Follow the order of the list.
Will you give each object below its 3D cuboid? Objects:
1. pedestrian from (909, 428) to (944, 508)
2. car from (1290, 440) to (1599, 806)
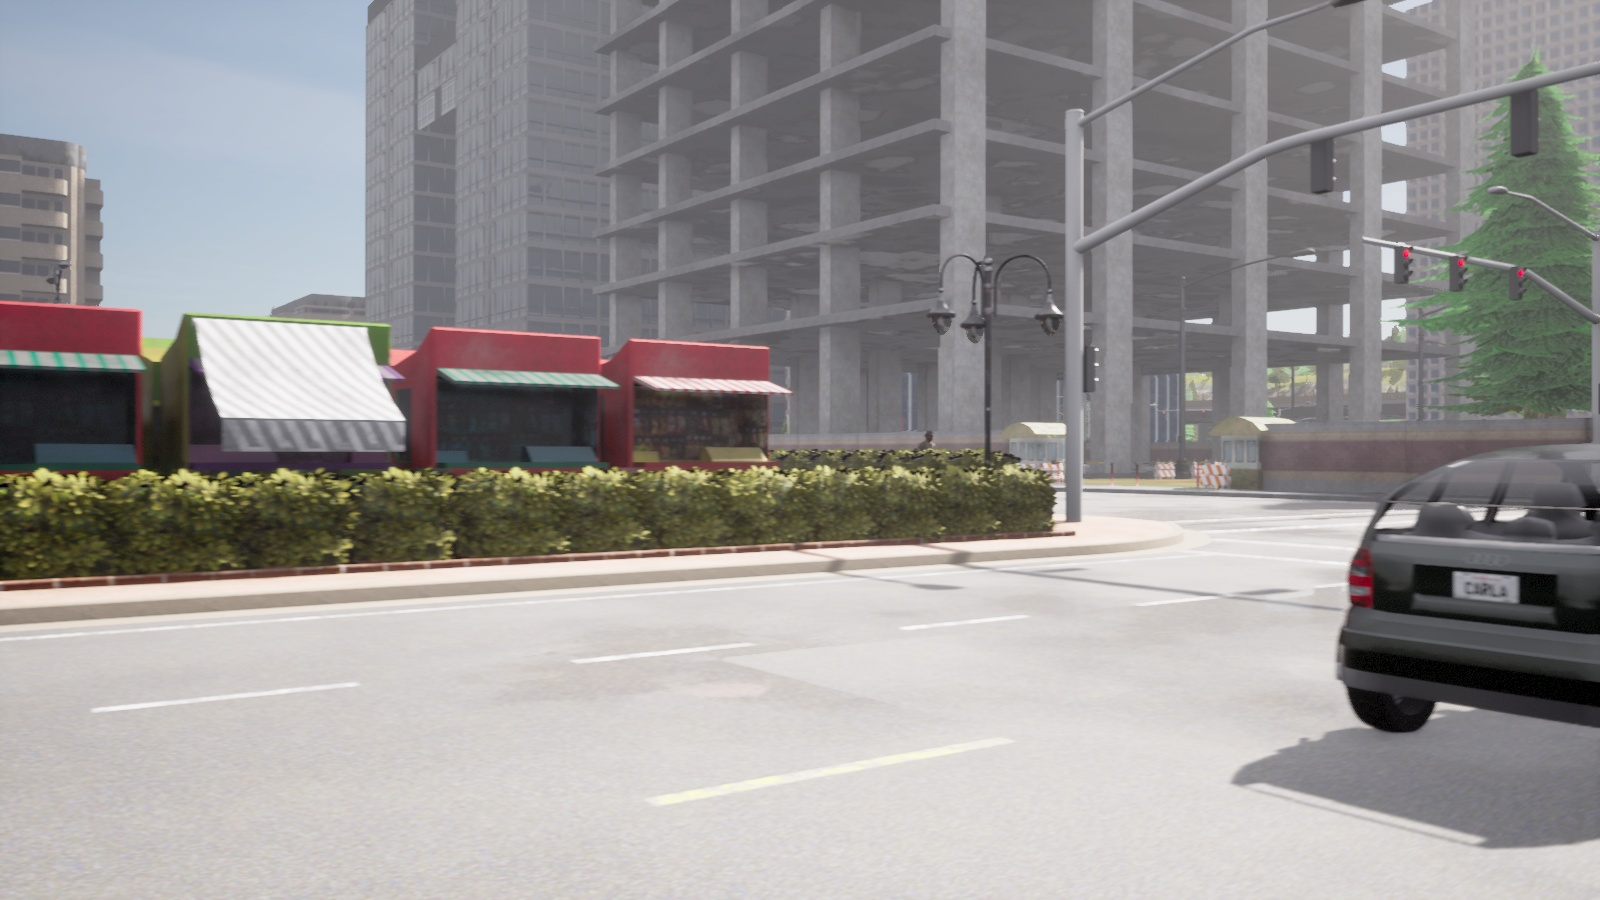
[{"bbox_3d":[2.897,0.408,28.815,0.328,1.805,0.869,0,0,-32],"label":"pedestrian"},{"bbox_3d":[4.575,0.731,6.843,3.705,1.549,1.789,0,0,-35],"label":"car"}]
